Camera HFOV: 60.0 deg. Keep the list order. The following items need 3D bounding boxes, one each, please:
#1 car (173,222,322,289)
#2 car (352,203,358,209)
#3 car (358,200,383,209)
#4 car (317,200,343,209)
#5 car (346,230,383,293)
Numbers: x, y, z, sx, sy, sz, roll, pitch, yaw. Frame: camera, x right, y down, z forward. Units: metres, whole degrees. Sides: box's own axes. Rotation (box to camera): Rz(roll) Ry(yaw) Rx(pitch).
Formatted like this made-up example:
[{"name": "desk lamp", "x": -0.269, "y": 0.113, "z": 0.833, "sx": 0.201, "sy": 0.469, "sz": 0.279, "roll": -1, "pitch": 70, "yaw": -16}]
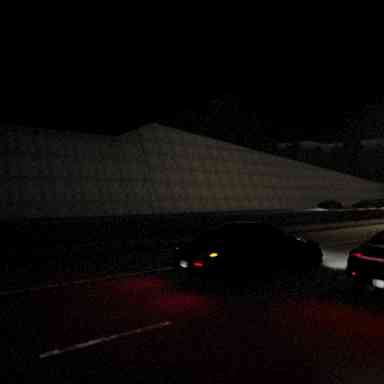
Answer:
[{"name": "car", "x": 1.669, "y": 1.555, "z": 9.260, "sx": 4.674, "sy": 1.442, "sz": 1.812, "roll": 0, "pitch": 0, "yaw": -36}, {"name": "car", "x": 25.171, "y": 1.800, "z": 47.776, "sx": 5.357, "sy": 1.411, "sz": 2.033, "roll": 0, "pitch": 0, "yaw": -35}, {"name": "car", "x": 24.035, "y": 1.727, "z": 42.698, "sx": 4.902, "sy": 1.511, "sz": 2.128, "roll": 1, "pitch": 0, "yaw": -35}, {"name": "car", "x": 20.132, "y": 1.790, "z": 48.512, "sx": 4.181, "sy": 1.385, "sz": 1.994, "roll": 1, "pitch": 0, "yaw": -35}, {"name": "car", "x": 5.552, "y": 1.540, "z": 7.735, "sx": 4.902, "sy": 1.511, "sz": 2.128, "roll": 0, "pitch": 0, "yaw": -36}]
